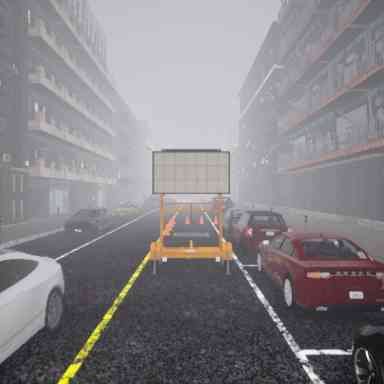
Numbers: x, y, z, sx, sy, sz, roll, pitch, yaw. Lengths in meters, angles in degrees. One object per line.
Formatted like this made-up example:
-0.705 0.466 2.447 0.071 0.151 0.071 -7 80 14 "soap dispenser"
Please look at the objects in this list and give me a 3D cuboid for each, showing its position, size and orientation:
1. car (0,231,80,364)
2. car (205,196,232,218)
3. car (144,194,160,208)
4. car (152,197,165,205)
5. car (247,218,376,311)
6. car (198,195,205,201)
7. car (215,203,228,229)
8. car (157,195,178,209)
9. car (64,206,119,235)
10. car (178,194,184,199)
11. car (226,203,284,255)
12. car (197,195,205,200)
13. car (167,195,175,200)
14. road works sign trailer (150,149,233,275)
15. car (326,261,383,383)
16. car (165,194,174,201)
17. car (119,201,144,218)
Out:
-3.109 1.526 4.098 1.812 1.442 4.674 0 0 0 "car"
2.630 1.312 30.195 2.192 1.841 5.009 0 0 0 "car"
-5.787 1.431 47.091 1.967 1.590 4.097 0 0 0 "car"
-5.811 1.568 58.364 1.802 1.307 4.206 0 0 0 "car"
2.675 1.545 7.649 1.887 1.381 4.507 0 0 0 "car"
2.523 1.500 81.093 1.752 1.417 4.829 0 0 0 "car"
2.652 1.550 18.922 2.008 1.369 4.403 0 0 0 "car"
-3.196 1.538 45.583 2.033 1.411 5.357 0 0 0 "car"
-5.729 1.565 18.908 1.947 1.339 4.313 0 0 0 "car"
-3.188 1.262 90.408 1.882 1.535 5.008 0 0 0 "car"
2.664 1.440 13.286 1.967 1.590 4.097 0 0 0 "car"
2.500 1.513 92.195 1.887 1.381 4.507 0 0 0 "car"
-5.880 1.513 92.182 1.887 1.381 4.507 0 0 0 "car"
-0.022 0.464 10.413 2.380 3.560 2.880 0 0 0 "road works sign trailer"
2.686 1.566 2.013 1.947 1.339 4.313 0 0 0 "car"
-5.869 1.412 86.545 1.967 1.590 4.097 0 0 0 "car"
-5.752 1.522 30.011 1.752 1.417 4.829 0 0 0 "car"
